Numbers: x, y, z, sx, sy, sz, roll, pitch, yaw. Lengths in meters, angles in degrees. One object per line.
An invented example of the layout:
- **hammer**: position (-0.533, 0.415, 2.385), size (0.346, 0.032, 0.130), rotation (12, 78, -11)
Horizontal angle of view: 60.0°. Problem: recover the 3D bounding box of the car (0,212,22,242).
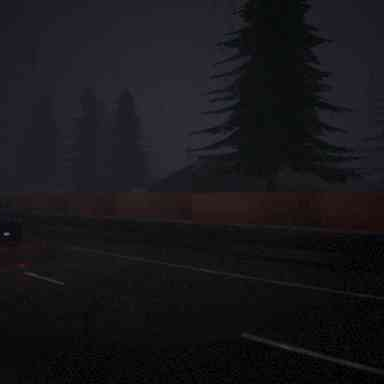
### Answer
- **car**: position (-10.271, 1.771, 17.041), size (4.674, 1.442, 1.812), rotation (-1, -1, 44)
